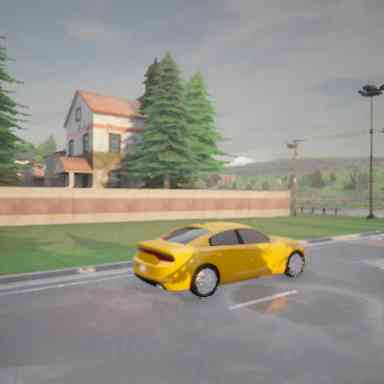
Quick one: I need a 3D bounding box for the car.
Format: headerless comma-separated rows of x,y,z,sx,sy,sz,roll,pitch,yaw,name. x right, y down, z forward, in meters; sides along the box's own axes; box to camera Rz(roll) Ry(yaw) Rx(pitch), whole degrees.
0.937,1.537,8.741,5.008,1.535,1.882,0,0,-35,car
